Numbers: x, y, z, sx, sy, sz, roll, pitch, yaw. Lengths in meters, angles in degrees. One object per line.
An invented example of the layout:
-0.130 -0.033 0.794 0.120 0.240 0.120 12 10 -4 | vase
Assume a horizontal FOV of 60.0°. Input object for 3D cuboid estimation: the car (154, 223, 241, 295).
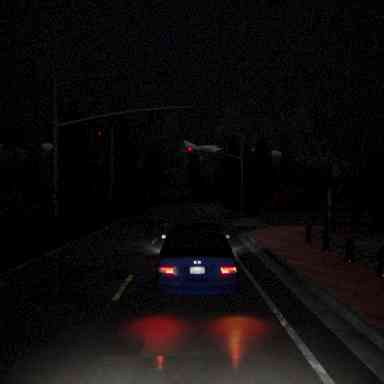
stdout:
0.102 1.544 8.860 2.033 1.411 5.357 0 0 0 | car
